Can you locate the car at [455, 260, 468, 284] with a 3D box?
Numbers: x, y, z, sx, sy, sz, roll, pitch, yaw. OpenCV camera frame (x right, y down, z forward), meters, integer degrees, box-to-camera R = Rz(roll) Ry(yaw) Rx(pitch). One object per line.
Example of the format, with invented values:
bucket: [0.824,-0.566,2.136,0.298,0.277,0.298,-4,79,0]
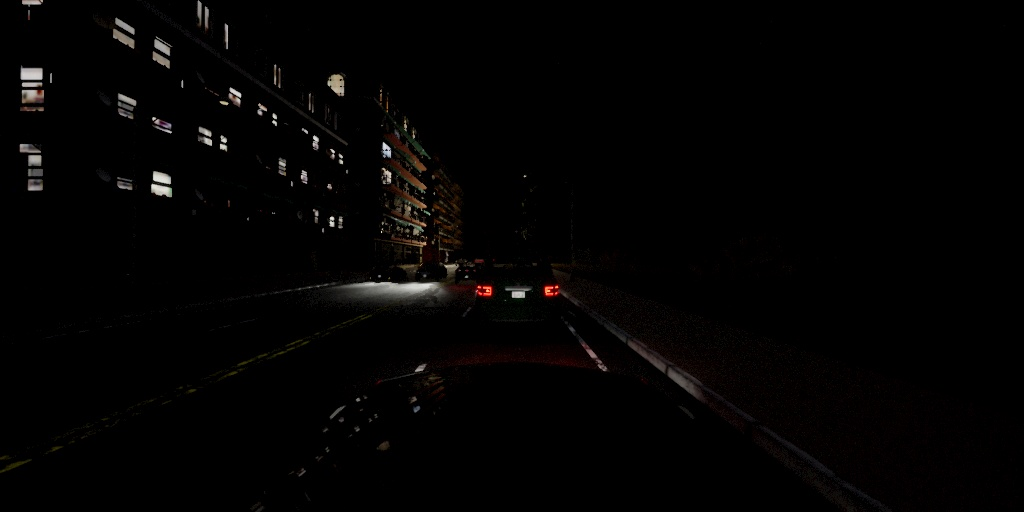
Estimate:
car: [-3.134,1.243,27.195,2.128,1.511,4.902,0,0,0]

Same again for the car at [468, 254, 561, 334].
car: [0.109,0.973,10.823,2.150,2.045,5.566,0,0,-1]

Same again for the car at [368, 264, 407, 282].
car: [-9.833,1.318,28.622,1.994,1.385,4.181,0,0,0]

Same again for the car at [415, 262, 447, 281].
car: [-6.583,1.245,29.513,2.128,1.511,4.902,0,0,0]

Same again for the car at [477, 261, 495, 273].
car: [-3.121,1.354,44.018,1.895,1.301,4.718,0,0,0]
